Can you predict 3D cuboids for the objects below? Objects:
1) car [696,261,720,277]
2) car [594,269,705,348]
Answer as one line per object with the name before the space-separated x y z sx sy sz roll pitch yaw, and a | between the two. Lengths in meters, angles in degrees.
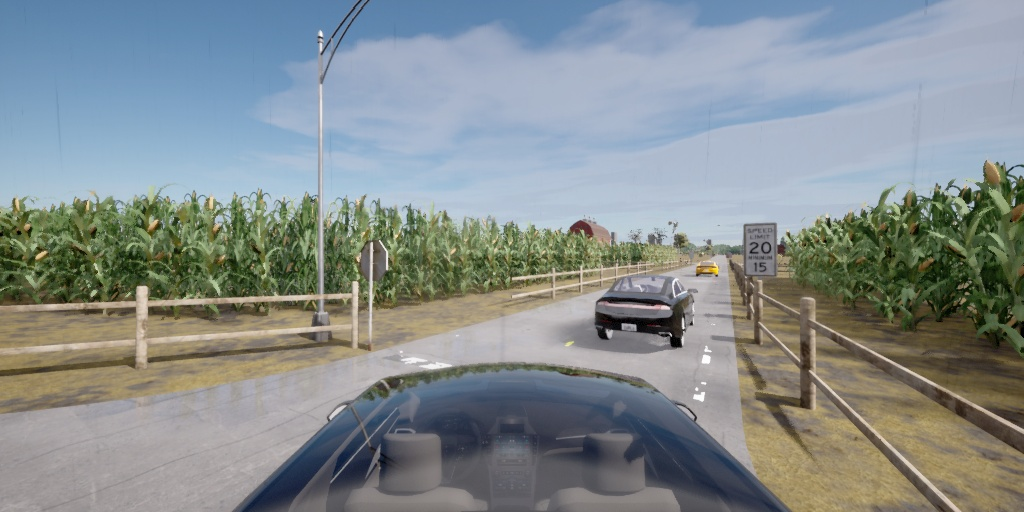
car | 19.732 1.244 36.181 1.882 1.535 5.008 0 0 31
car | 3.638 1.244 9.410 2.128 1.511 4.902 0 0 31
